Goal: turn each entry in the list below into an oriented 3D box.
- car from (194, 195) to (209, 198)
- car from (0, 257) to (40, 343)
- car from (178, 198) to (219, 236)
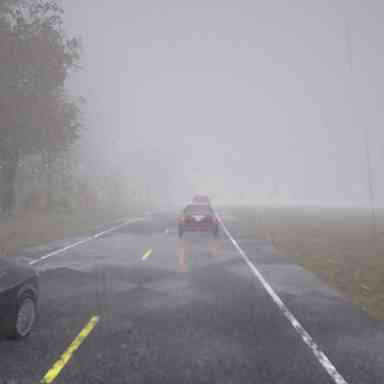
[{"bbox_3d":[1.172,1.367,39.629,2.150,2.045,5.566,0,0,3],"label":"car"},{"bbox_3d":[-3.453,1.533,3.834,1.812,1.442,4.674,0,0,0],"label":"car"},{"bbox_3d":[0.381,1.409,18.989,2.097,1.767,4.553,0,0,1],"label":"car"}]
